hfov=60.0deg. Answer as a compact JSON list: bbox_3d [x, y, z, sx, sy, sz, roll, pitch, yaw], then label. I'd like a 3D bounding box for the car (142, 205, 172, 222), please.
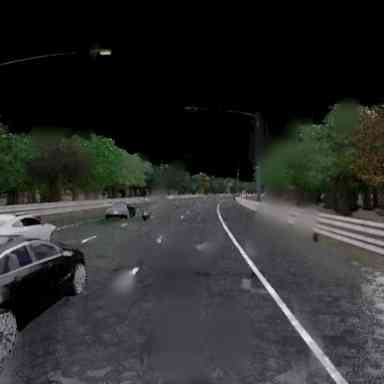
[{"bbox_3d":[-2.730,1.668,26.996,1.895,1.301,4.718,0,0,3],"label":"car"}]

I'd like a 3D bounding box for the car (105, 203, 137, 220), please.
[{"bbox_3d":[-6.128,1.632,29.140,1.994,1.385,4.181,0,0,3],"label":"car"}]

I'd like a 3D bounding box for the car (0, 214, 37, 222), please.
[{"bbox_3d":[-6.721,1.554,12.497,1.812,1.442,4.674,0,0,1],"label":"car"}]

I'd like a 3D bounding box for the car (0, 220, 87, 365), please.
[{"bbox_3d":[-3.348,1.505,5.756,2.128,1.511,4.902,0,0,1],"label":"car"}]
